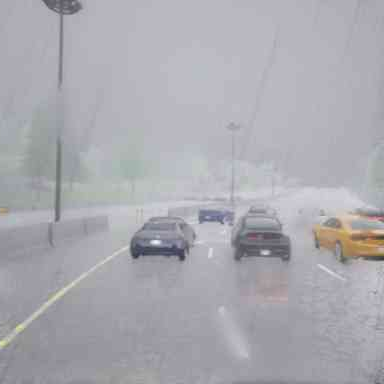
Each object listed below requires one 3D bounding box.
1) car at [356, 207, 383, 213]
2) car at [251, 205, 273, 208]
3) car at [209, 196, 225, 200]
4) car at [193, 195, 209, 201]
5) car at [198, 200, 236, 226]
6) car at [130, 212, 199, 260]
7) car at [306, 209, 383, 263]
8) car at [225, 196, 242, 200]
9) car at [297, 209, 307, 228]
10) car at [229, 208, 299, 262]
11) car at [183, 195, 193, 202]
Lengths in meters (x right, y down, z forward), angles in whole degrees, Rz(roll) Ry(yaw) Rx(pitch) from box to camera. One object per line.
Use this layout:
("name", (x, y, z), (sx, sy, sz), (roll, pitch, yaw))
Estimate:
("car", (11.828, 1.754, 22.420), (1.837, 1.490, 4.892), (0, 0, 21))
("car", (5.261, 1.704, 24.846), (2.128, 1.511, 4.902), (0, 0, 21))
("car", (5.920, 1.506, 71.399), (1.895, 1.301, 4.718), (0, 1, 23))
("car", (2.709, 1.420, 72.790), (2.128, 1.511, 4.902), (0, 1, 23))
("car", (2.043, 1.673, 26.217), (1.882, 1.535, 5.008), (0, 0, 21))
("car", (-0.995, 1.642, 12.940), (1.994, 1.385, 4.181), (0, 0, 5))
("car", (6.004, 1.613, 12.542), (1.882, 1.535, 5.008), (0, 0, 6))
("car", (9.155, 1.467, 70.061), (2.033, 1.411, 5.357), (0, 1, 23))
("car", (8.471, 1.828, 23.463), (1.895, 1.301, 4.718), (0, 0, 21))
("car", (2.489, 1.612, 12.636), (1.837, 1.490, 4.892), (0, 0, 5))
("car", (-0.514, 1.432, 74.155), (1.994, 1.385, 4.181), (0, 1, 23))
